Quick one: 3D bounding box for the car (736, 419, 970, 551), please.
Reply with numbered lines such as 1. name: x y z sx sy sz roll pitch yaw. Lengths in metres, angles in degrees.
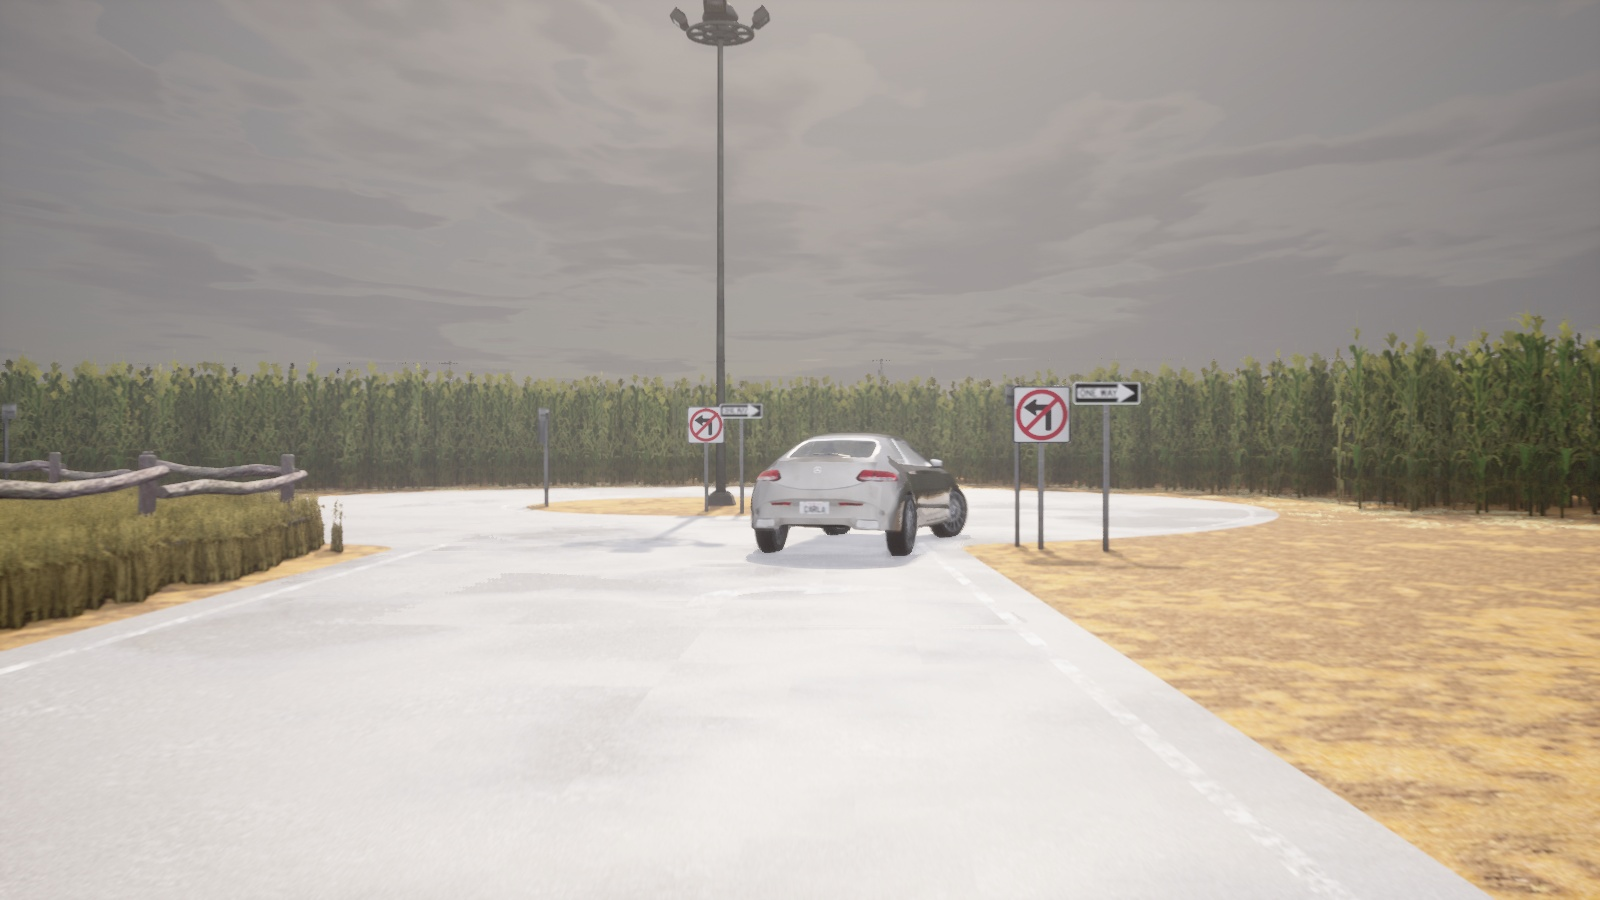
1. car: 0.974 0.422 18.411 2.152 1.651 5.027 0 0 18
